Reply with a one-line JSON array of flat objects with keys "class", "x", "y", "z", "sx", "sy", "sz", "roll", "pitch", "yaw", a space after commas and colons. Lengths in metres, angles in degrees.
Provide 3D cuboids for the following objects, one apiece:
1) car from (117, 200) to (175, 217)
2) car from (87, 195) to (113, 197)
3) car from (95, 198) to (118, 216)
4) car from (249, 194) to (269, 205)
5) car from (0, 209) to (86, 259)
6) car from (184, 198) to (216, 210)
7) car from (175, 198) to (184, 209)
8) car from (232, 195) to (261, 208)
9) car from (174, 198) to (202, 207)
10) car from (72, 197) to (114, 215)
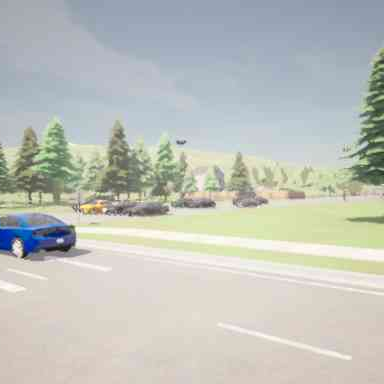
[{"class": "car", "x": -4.428, "y": 1.682, "z": 33.077, "sx": 2.033, "sy": 1.411, "sz": 5.357, "roll": 0, "pitch": 0, "yaw": 36}, {"class": "car", "x": -11.876, "y": 1.418, "z": 40.675, "sx": 2.150, "sy": 2.045, "sz": 5.566, "roll": 0, "pitch": 0, "yaw": 36}, {"class": "car", "x": -7.294, "y": 1.646, "z": 35.088, "sx": 2.128, "sy": 1.511, "sz": 4.902, "roll": 0, "pitch": 0, "yaw": 36}, {"class": "car", "x": 12.706, "y": 1.665, "z": 62.221, "sx": 2.128, "sy": 1.511, "sz": 4.902, "roll": 0, "pitch": 0, "yaw": 36}, {"class": "car", "x": -6.601, "y": 1.554, "z": 13.007, "sx": 5.008, "sy": 1.535, "sz": 1.882, "roll": 0, "pitch": 0, "yaw": 36}, {"class": "car", "x": 1.441, "y": 1.631, "z": 47.002, "sx": 1.882, "sy": 1.535, "sz": 5.008, "roll": 0, "pitch": 0, "yaw": 36}, {"class": "car", "x": -1.154, "y": 1.681, "z": 49.378, "sx": 1.837, "sy": 1.490, "sz": 4.892, "roll": 0, "pitch": -1, "yaw": 36}, {"class": "car", "x": 8.303, "y": 1.657, "z": 50.424, "sx": 1.812, "sy": 1.442, "sz": 4.674, "roll": 0, "pitch": 0, "yaw": 36}, {"class": "car", "x": -0.608, "y": 1.742, "z": 56.002, "sx": 2.033, "sy": 1.411, "sz": 5.357, "roll": 0, "pitch": 0, "yaw": 37}, {"class": "car", "x": -10.306, "y": 1.654, "z": 36.897, "sx": 1.882, "sy": 1.535, "sz": 5.008, "roll": 0, "pitch": 0, "yaw": 36}]
